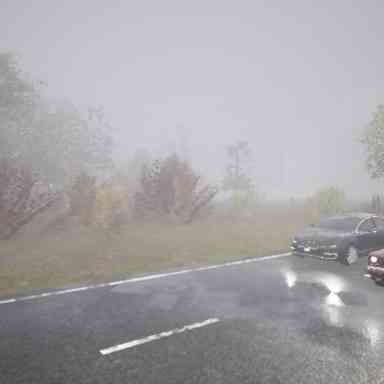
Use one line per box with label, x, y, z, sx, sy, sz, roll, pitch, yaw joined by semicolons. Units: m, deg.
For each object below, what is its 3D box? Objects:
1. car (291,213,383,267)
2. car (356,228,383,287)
car;5.501;1.515;11.624;4.892;1.490;1.837;0;0;-36
car;6.272;1.610;8.182;4.718;1.301;1.895;0;0;-36
